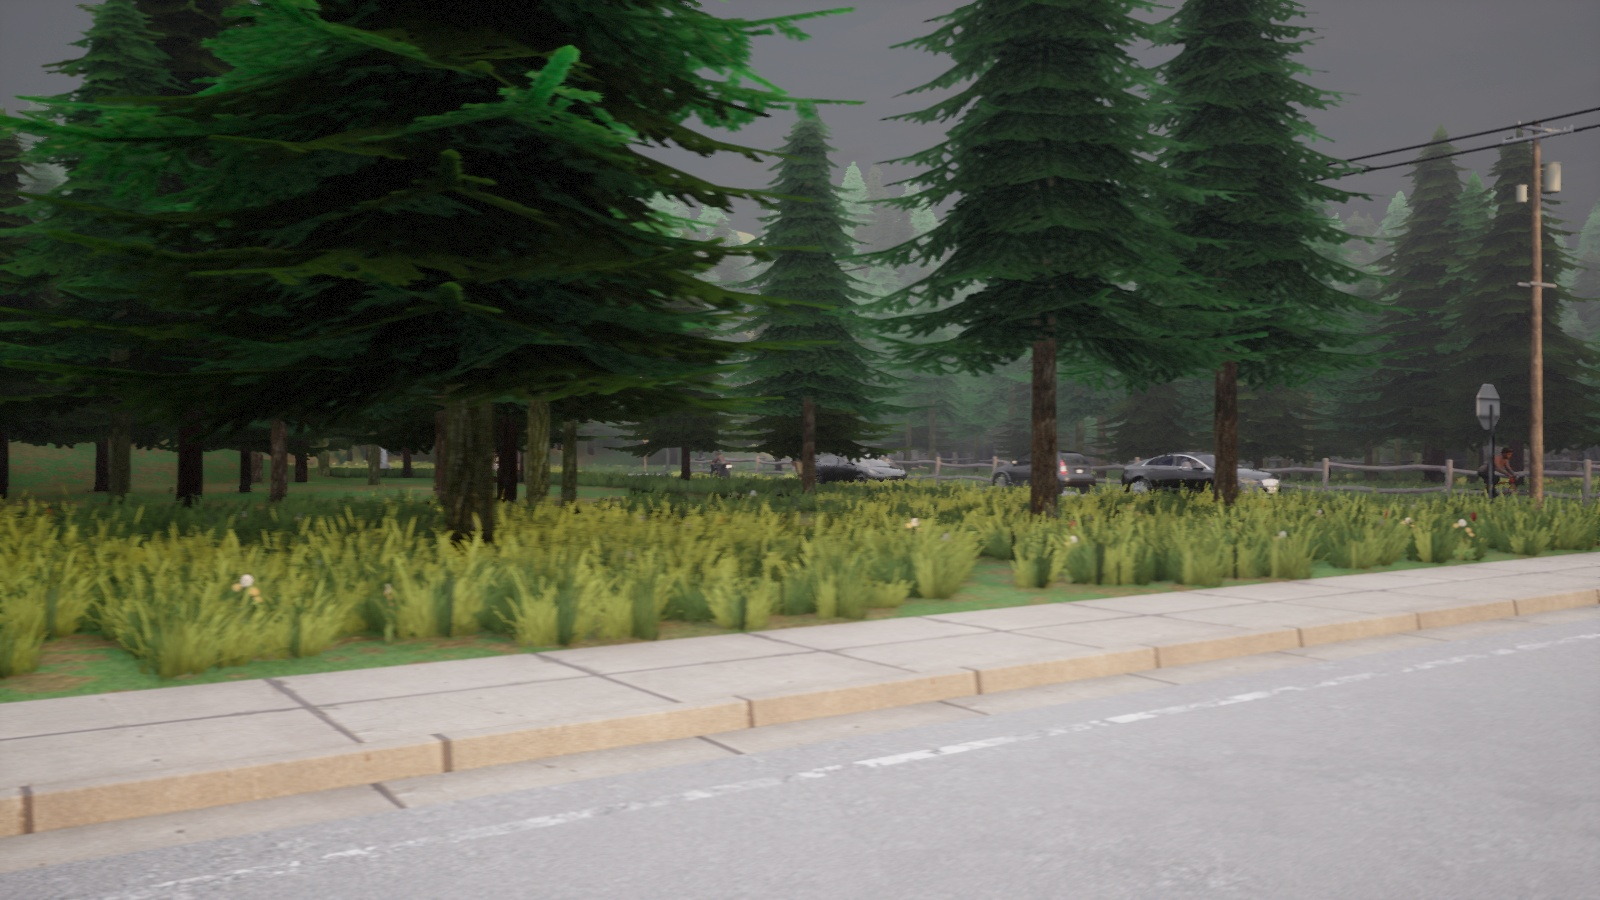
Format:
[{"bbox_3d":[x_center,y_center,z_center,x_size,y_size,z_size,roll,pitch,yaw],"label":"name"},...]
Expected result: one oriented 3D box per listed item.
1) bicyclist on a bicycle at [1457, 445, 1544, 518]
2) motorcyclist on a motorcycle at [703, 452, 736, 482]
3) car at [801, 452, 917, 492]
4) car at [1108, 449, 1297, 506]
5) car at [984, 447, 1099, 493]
[{"bbox_3d":[15.965,0.699,28.665,0.582,1.620,1.656,0,0,-32],"label":"bicyclist on a bicycle"},{"bbox_3d":[-4.233,0.870,65.667,0.797,1.523,2.044,0,0,-34],"label":"motorcyclist on a motorcycle"},{"bbox_3d":[2.259,0.835,49.595,2.163,1.488,4.792,0,0,-34],"label":"car"},{"bbox_3d":[11.392,0.730,35.870,2.128,1.511,4.902,0,0,-33],"label":"car"},{"bbox_3d":[8.814,0.710,46.083,1.851,1.617,3.988,0,0,-34],"label":"car"}]
